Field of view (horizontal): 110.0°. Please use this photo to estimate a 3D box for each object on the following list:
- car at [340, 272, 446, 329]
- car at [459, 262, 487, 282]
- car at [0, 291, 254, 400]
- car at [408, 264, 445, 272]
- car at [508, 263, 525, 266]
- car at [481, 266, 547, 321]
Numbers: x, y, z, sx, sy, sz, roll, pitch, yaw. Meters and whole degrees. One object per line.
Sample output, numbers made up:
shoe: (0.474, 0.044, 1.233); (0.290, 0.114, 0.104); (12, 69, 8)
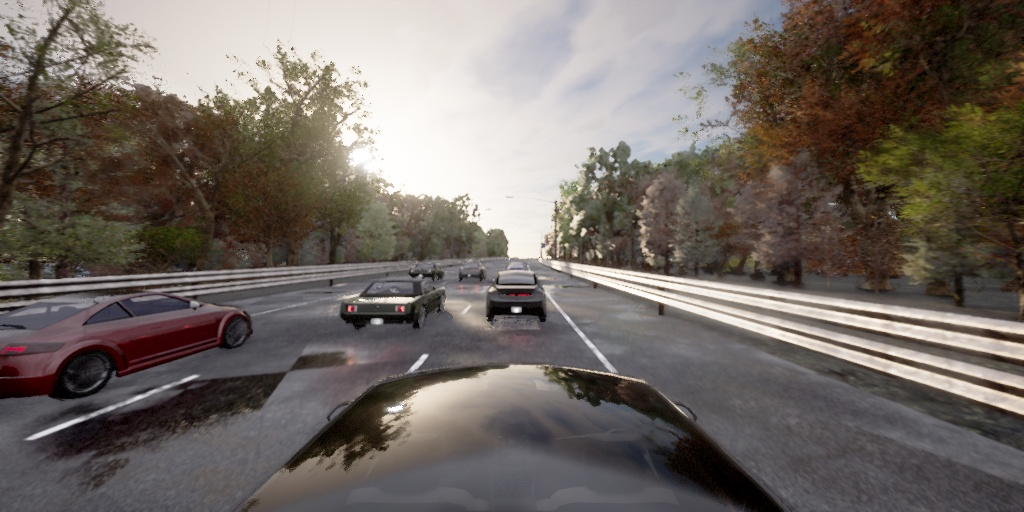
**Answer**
car: (-3.360, 1.352, 11.198); (1.895, 1.301, 4.718); (0, 0, 0)
car: (-3.136, 1.252, 29.233); (2.128, 1.511, 4.902); (0, 0, 1)
car: (-6.870, 1.304, 6.425); (1.994, 1.385, 4.181); (0, 0, 0)
car: (-6.589, 1.291, 28.320); (1.895, 1.301, 4.718); (3, -3, 1)
car: (0.387, 1.293, 30.567); (1.812, 1.442, 4.674); (0, 0, 1)
car: (0.149, 1.264, 12.509); (1.837, 1.490, 4.892); (0, 0, 0)
